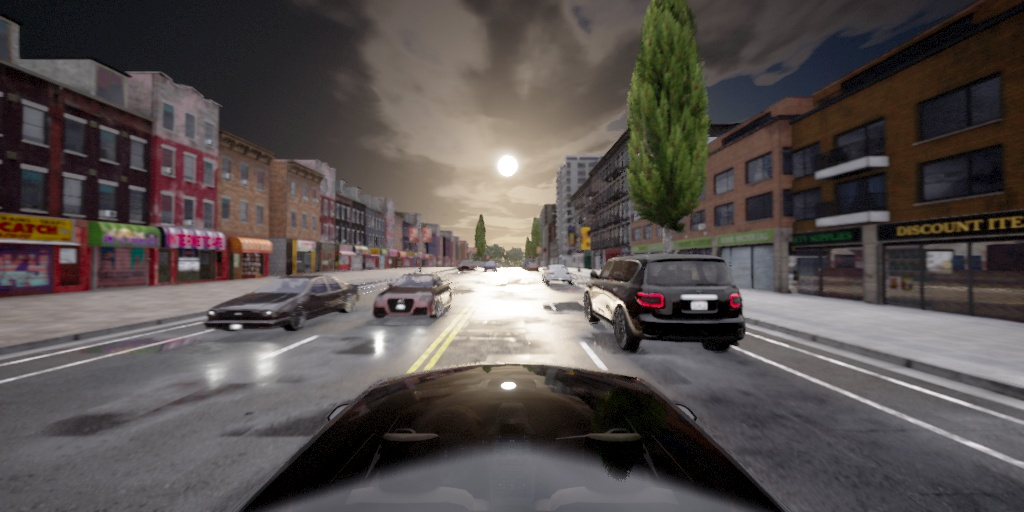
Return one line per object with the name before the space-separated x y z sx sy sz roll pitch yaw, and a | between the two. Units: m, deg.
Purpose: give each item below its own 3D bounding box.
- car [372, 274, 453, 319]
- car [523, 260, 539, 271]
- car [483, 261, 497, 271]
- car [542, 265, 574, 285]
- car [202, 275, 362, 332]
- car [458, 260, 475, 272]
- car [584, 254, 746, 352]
car | -3.345 1.336 12.747 1.994 1.385 4.181 0 0 0
car | 3.266 1.678 57.830 1.994 1.385 4.181 0 -1 0
car | -3.287 1.548 55.011 1.882 1.535 5.008 0 -1 1
car | 3.355 1.368 27.109 1.812 1.442 4.674 0 0 0
car | -6.596 1.315 11.235 2.033 1.411 5.357 0 0 0
car | -6.554 1.383 52.001 2.097 1.767 4.553 0 -1 0
car | 3.350 0.983 9.090 2.150 2.045 5.566 0 0 0
